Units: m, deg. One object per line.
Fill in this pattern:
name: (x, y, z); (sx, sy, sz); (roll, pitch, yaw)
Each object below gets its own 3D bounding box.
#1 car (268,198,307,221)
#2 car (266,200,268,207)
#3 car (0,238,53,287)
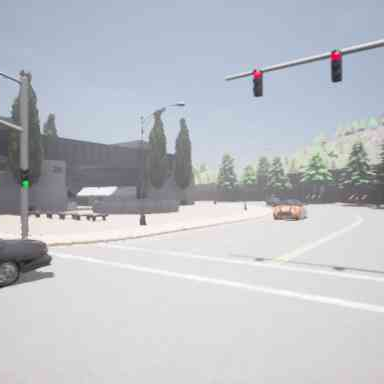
car: (8.505, 1.441, 28.678); (2.097, 1.767, 4.553); (-1, -1, 29)
car: (13.224, 1.709, 52.746); (1.837, 1.490, 4.892); (2, 0, -6)
car: (-6.042, 1.643, 7.610); (2.033, 1.411, 5.357); (-1, 0, 37)
